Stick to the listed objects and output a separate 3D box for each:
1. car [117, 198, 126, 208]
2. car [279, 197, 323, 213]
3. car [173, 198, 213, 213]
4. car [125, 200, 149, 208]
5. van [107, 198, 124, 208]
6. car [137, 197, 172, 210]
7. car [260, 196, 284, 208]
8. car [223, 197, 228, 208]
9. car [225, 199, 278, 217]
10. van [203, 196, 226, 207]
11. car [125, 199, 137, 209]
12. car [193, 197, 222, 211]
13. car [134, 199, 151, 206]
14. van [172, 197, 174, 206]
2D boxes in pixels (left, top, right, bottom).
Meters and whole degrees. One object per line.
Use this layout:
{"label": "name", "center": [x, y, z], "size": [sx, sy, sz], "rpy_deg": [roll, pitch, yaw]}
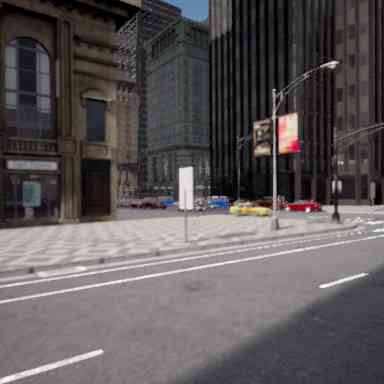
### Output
{"label": "car", "center": [-11.257, 1.985, 57.051], "size": [1.967, 1.590, 4.097], "rpy_deg": [-2, 0, -35]}
{"label": "car", "center": [12.677, 1.595, 38.080], "size": [1.887, 1.381, 4.507], "rpy_deg": [-2, 0, -35]}
{"label": "car", "center": [0.062, 1.832, 41.118], "size": [2.008, 1.369, 4.403], "rpy_deg": [-2, 0, -35]}
{"label": "car", "center": [-10.029, 2.115, 60.116], "size": [2.033, 1.411, 5.357], "rpy_deg": [-1, 0, -35]}
{"label": "van", "center": [-14.088, 1.951, 61.035], "size": [1.690, 1.788, 3.998], "rpy_deg": [-2, 0, -35]}
{"label": "car", "center": [-5.603, 1.728, 49.084], "size": [2.192, 1.841, 5.009], "rpy_deg": [-2, 0, -35]}
{"label": "car", "center": [9.730, 1.435, 42.230], "size": [2.192, 1.841, 5.009], "rpy_deg": [-2, 0, -35]}
{"label": "car", "center": [6.797, 1.771, 46.382], "size": [1.802, 1.307, 4.206], "rpy_deg": [-2, 0, -35]}
{"label": "car", "center": [5.817, 1.671, 33.012], "size": [1.752, 1.417, 4.829], "rpy_deg": [-2, 0, -35]}
{"label": "van", "center": [3.849, 1.599, 50.532], "size": [1.690, 1.788, 3.998], "rpy_deg": [-2, 0, -35]}
{"label": "car", "center": [-8.425, 2.024, 53.069], "size": [1.887, 1.381, 4.507], "rpy_deg": [-2, 0, -35]}
{"label": "car", "center": [1.245, 1.765, 44.085], "size": [2.128, 1.511, 4.902], "rpy_deg": [-1, 0, -35]}
{"label": "car", "center": [-10.591, 2.173, 70.843], "size": [1.802, 1.307, 4.206], "rpy_deg": [-2, 0, -35]}
{"label": "van", "center": [-4.972, 1.804, 62.985], "size": [1.690, 1.788, 3.998], "rpy_deg": [-2, 0, -35]}
